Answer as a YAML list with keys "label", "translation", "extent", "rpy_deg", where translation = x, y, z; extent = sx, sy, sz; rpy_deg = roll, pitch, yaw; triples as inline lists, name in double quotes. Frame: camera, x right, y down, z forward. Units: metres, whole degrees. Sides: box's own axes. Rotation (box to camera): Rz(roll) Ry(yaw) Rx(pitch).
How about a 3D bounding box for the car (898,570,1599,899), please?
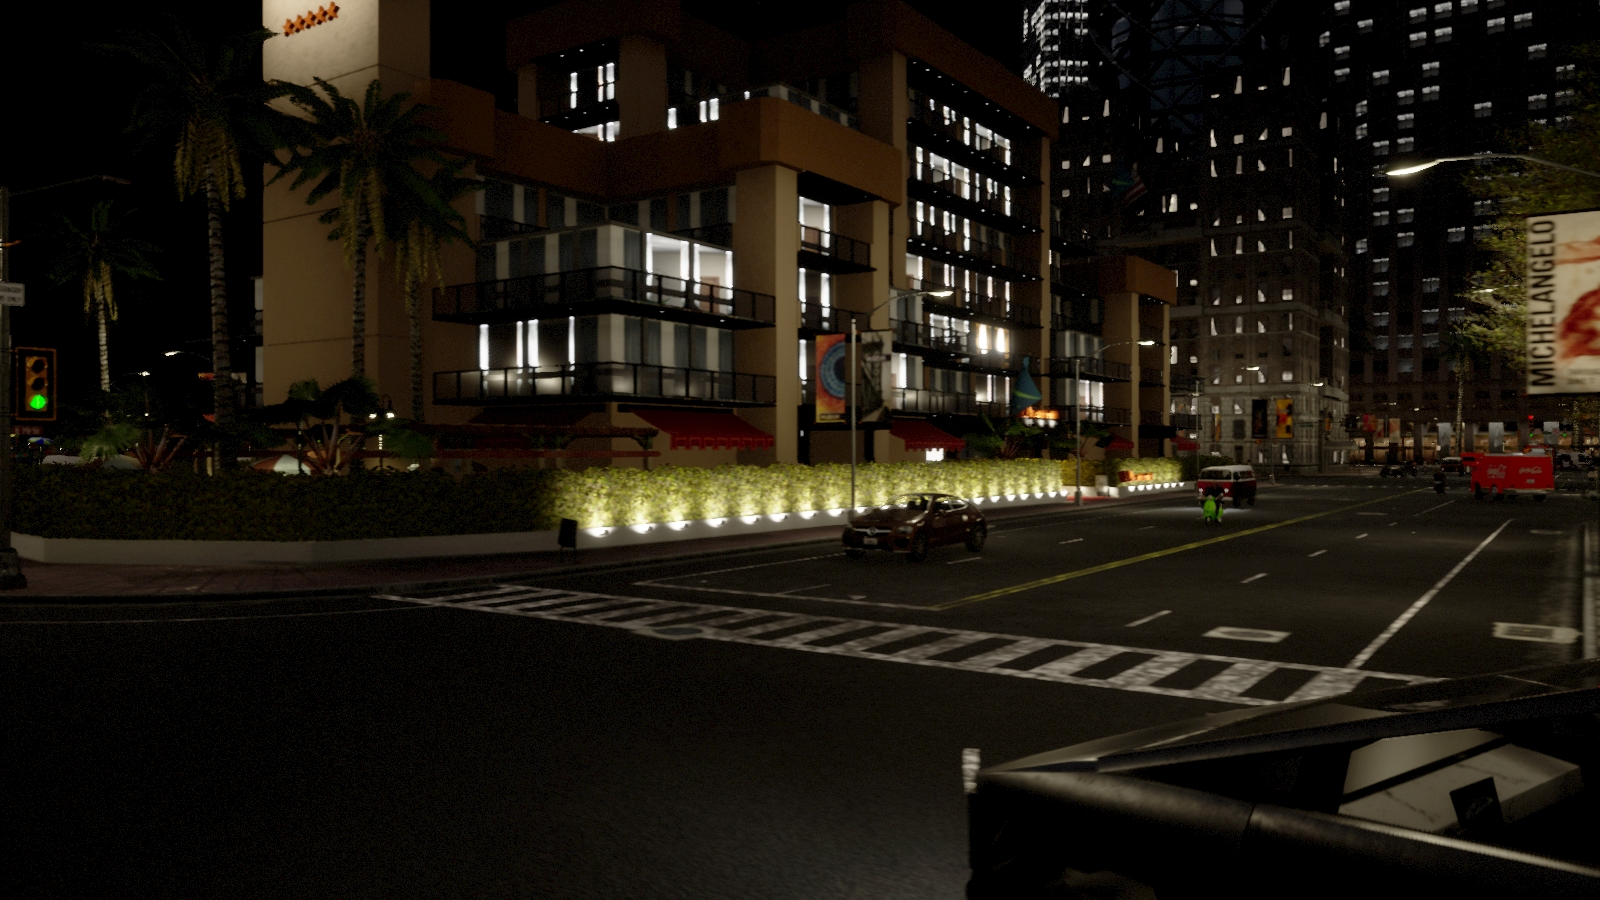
- label: "car"
  translation: [3.311, 1.753, 3.520]
  extent: [2.390, 2.098, 6.274]
  rpy_deg: [0, 0, -37]

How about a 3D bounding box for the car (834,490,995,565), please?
- label: "car"
  translation: [3.181, 1.990, 30.647]
  extent: [2.152, 1.651, 5.027]
  rpy_deg: [0, 0, 34]
